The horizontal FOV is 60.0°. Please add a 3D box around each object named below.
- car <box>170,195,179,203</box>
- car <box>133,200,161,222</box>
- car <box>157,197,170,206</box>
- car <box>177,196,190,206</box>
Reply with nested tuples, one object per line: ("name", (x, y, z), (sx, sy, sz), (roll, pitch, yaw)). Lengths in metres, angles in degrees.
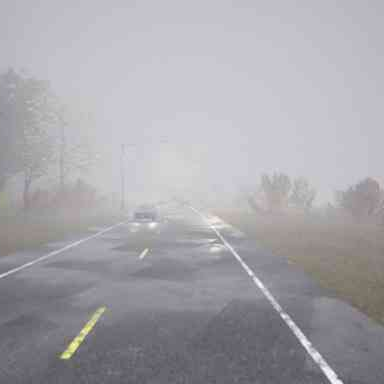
("car", (-4.388, 1.789, 89.447), (2.150, 2.045, 5.566), (0, 0, -6))
("car", (-4.126, 1.762, 29.872), (1.882, 1.535, 5.008), (0, -1, -2))
("car", (-6.285, 1.958, 70.651), (2.097, 1.767, 4.553), (0, 0, -4))
("car", (-1.551, 2.116, 70.752), (1.837, 1.490, 4.892), (0, 0, -4))
